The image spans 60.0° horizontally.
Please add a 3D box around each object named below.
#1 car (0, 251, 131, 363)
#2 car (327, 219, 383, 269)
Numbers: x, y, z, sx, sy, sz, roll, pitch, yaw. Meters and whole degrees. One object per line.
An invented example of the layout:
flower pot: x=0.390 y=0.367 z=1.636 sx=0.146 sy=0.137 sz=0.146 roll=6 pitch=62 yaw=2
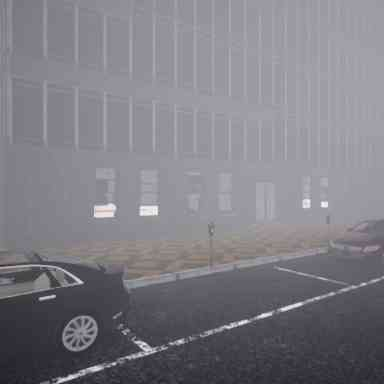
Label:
car: x=-2.993 y=1.551 z=4.424 sx=4.403 sy=1.369 sz=2.008 roll=0 pitch=0 yaw=-36
car: x=6.259 y=1.581 z=11.057 sx=4.206 sy=1.307 sz=1.802 roll=0 pitch=0 yaw=-36
